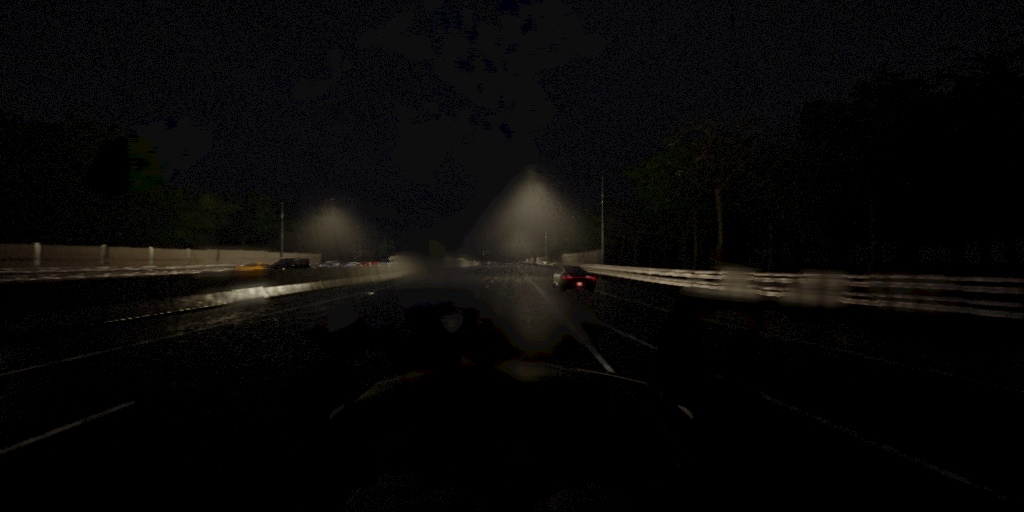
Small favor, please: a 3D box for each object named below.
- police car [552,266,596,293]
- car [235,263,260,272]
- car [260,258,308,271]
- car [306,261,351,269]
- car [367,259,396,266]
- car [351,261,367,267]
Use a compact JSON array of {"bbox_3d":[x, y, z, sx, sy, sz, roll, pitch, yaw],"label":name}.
[{"bbox_3d":[3.755,1.434,22.656,2.038,1.542,4.974,0,-1,-2],"label":"police car"},{"bbox_3d":[-28.050,1.548,39.504,1.882,1.535,5.008,0,-1,0],"label":"car"},{"bbox_3d":[-24.558,1.292,39.641,2.150,2.045,5.566,0,0,0],"label":"car"},{"bbox_3d":[-21.048,1.577,41.407,2.128,1.511,4.902,0,-1,1],"label":"car"},{"bbox_3d":[-21.001,1.718,57.986,2.128,1.511,4.902,0,0,0],"label":"car"},{"bbox_3d":[-24.509,1.799,54.887,1.895,1.301,4.718,0,0,1],"label":"car"}]
